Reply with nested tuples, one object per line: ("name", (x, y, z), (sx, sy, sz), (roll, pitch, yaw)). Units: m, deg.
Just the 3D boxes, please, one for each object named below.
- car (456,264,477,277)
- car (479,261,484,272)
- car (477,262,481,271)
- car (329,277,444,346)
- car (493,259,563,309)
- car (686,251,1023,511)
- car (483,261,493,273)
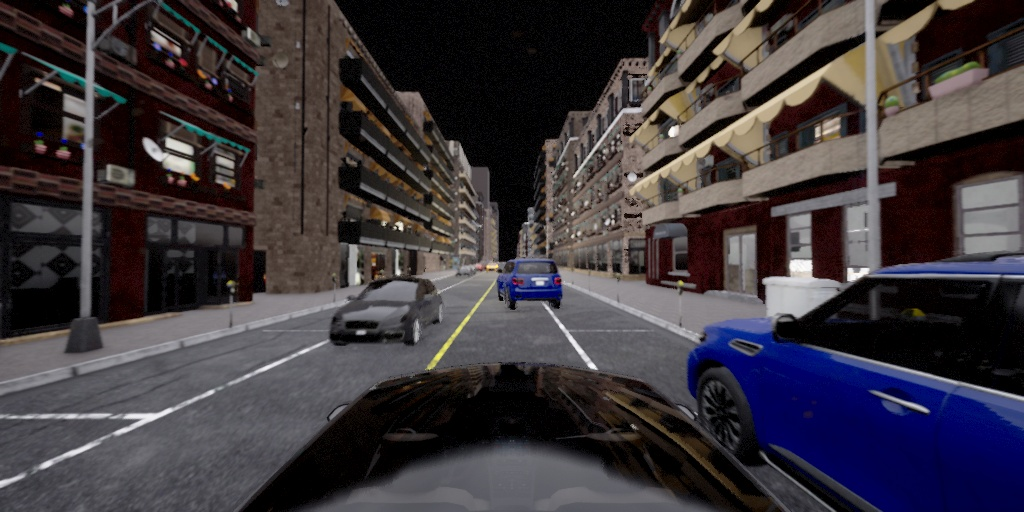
("car", (-5.762, 1.806, 43.493), (2.007, 1.370, 4.403), (0, 0, 0))
("car", (-5.792, 2.004, 60.401), (1.888, 1.381, 4.507), (0, 0, 0))
("car", (-5.773, 1.874, 49.130), (2.007, 1.370, 4.403), (0, 0, 0))
("car", (-3.114, 1.354, 9.818), (1.837, 1.490, 4.892), (0, -1, 0))
("car", (0.640, 1.148, 16.141), (2.150, 2.045, 5.566), (0, -1, -9))
("car", (3.107, 0.980, 1.821), (2.150, 2.045, 5.566), (0, -1, 0))
("car", (-3.101, 1.905, 57.625), (1.882, 1.535, 5.008), (0, -1, 0))
